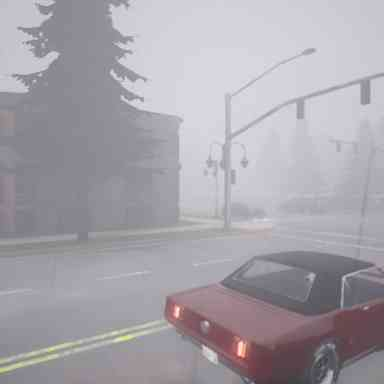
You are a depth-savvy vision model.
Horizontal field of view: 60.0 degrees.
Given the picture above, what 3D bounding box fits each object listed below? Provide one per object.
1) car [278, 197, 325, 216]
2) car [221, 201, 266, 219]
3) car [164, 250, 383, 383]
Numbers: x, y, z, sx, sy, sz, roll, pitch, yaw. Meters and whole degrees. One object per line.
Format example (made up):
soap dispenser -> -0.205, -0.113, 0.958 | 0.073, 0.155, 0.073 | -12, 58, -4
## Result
car -> 10.669, 1.303, 32.725 | 2.097, 1.767, 4.553 | 0, 0, -33
car -> 4.426, 1.528, 29.143 | 1.994, 1.385, 4.181 | 0, 0, -33
car -> 2.057, 1.593, 5.087 | 4.718, 1.301, 1.895 | 0, 0, -34
